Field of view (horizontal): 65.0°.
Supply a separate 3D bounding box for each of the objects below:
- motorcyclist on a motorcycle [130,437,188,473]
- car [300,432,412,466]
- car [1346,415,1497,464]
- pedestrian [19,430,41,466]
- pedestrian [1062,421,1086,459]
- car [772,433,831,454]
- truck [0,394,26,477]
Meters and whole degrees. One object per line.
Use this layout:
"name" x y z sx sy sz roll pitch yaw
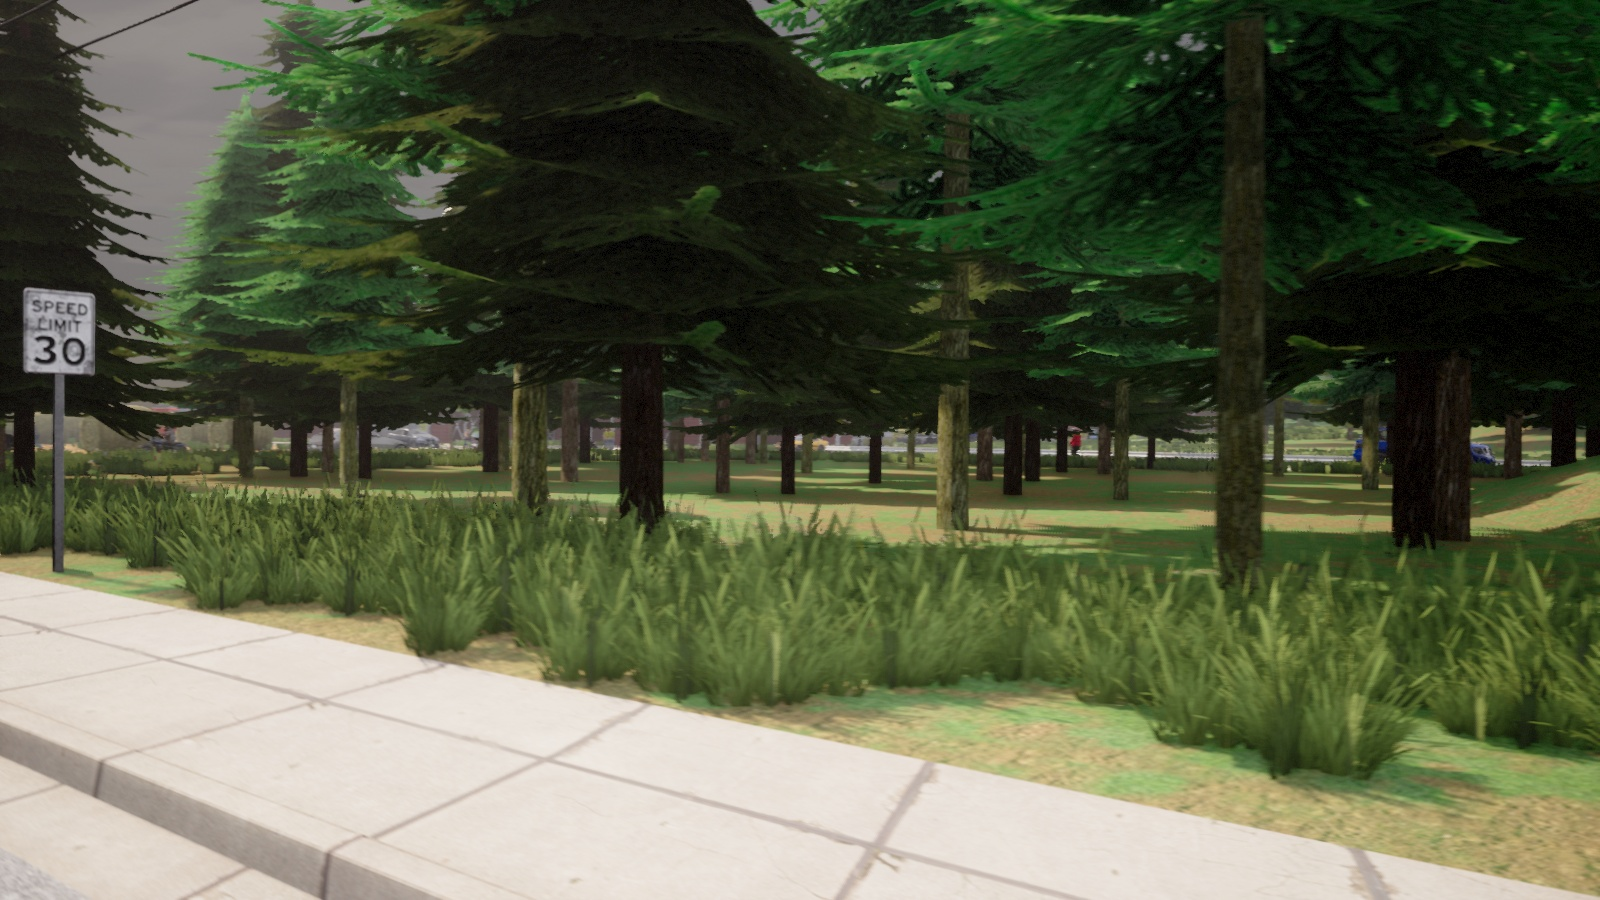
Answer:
"motorcyclist on a motorcycle" -30.398 0.210 59.590 0.766 1.649 2.350 0 1 38
"car" -22.569 -0.083 63.982 2.152 1.651 5.027 0 1 38
"car" 27.127 -0.471 54.900 5.566 2.045 2.150 0 1 38
"pedestrian" -39.890 -0.102 65.046 0.900 1.855 0.874 -1 1 -27
"pedestrian" 13.182 -0.481 60.407 0.899 1.844 0.634 0 1 40
"car" 0.158 -0.556 99.034 1.801 1.575 5.366 0 1 38
"truck" -36.692 -0.567 51.464 2.891 3.462 7.936 0 1 38
